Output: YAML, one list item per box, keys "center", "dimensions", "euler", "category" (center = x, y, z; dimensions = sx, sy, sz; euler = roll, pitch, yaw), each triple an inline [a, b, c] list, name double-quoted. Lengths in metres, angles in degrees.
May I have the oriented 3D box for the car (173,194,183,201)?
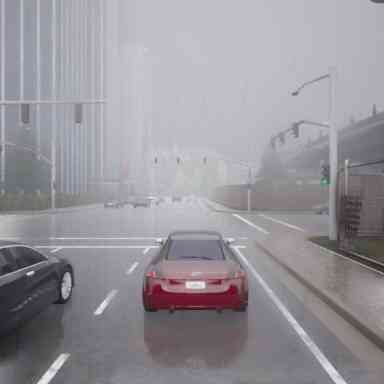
- center: [-3.521, 1.386, 84.722]
  dimensions: [2.128, 1.511, 4.902]
  euler: [0, 0, 0]
  category: "car"

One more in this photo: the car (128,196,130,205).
- center: [-10.593, 1.501, 56.684]
  dimensions: [1.837, 1.490, 4.892]
  euler: [0, 1, 0]
  category: "car"

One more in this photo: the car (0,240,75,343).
- center: [-3.443, 1.505, 5.251]
  dimensions: [1.837, 1.490, 4.892]
  euler: [0, 0, 0]
  category: "car"

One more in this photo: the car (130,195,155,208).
- center: [-7.100, 1.547, 48.008]
  dimensions: [2.033, 1.411, 5.357]
  euler: [0, 0, 0]
  category: "car"

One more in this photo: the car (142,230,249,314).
- center: [0.070, 1.564, 7.708]
  dimensions: [1.994, 1.385, 4.181]
  euler: [0, 0, 0]
  category: "car"

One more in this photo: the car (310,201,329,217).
- center: [13.772, 1.407, 31.839]
  dimensions: [4.553, 1.767, 2.097]
  euler: [0, 0, 0]
  category: "car"

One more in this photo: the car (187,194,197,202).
- center: [-0.018, 1.518, 74.614]
  dimensions: [1.812, 1.442, 4.674]
  euler: [0, 0, 0]
  category: "car"

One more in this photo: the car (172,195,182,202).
- center: [-3.518, 1.495, 74.298]
  dimensions: [1.837, 1.490, 4.892]
  euler: [0, 0, 0]
  category: "car"

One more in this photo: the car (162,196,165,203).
- center: [-7.018, 1.499, 72.299]
  dimensions: [1.837, 1.490, 4.892]
  euler: [0, 0, 0]
  category: "car"

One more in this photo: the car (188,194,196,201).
- center: [-0.021, 1.360, 84.723]
  dimensions: [1.837, 1.490, 4.892]
  euler: [0, 0, 0]
  category: "car"

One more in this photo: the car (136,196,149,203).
- center: [-10.518, 1.539, 71.431]
  dimensions: [2.033, 1.411, 5.357]
  euler: [0, 0, 0]
  category: "car"

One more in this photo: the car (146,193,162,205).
- center: [-7.087, 1.217, 58.433]
  dimensions: [2.150, 2.045, 5.566]
  euler: [0, 1, 1]
  category: "car"

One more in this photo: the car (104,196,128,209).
- center: [-10.603, 1.491, 45.382]
  dimensions: [2.128, 1.511, 4.902]
  euler: [0, 0, 0]
  category: "car"
